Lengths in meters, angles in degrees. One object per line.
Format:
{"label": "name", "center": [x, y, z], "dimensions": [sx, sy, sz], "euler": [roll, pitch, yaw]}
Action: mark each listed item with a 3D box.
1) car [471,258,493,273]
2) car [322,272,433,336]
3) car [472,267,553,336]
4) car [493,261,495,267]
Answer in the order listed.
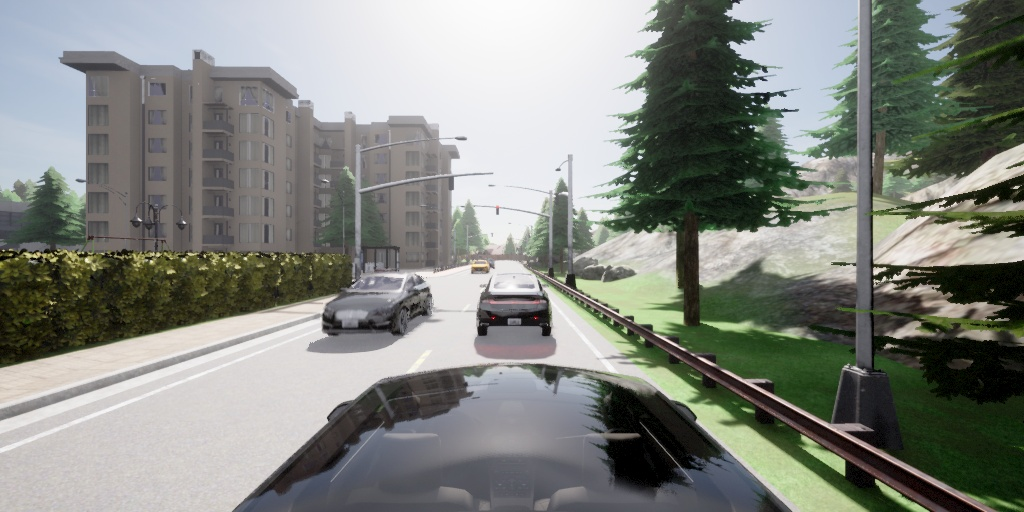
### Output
{"label": "car", "center": [-3.679, 1.227, 42.361], "dimensions": [1.882, 1.535, 5.008], "euler": [0, 0, 0]}
{"label": "car", "center": [-3.604, 1.241, 10.426], "dimensions": [2.128, 1.511, 4.902], "euler": [0, 0, 0]}
{"label": "car", "center": [0.062, 1.242, 10.370], "dimensions": [2.128, 1.511, 4.902], "euler": [0, 0, 0]}
{"label": "car", "center": [-3.689, 1.104, 54.600], "dimensions": [2.097, 1.767, 4.553], "euler": [0, 0, 0]}
